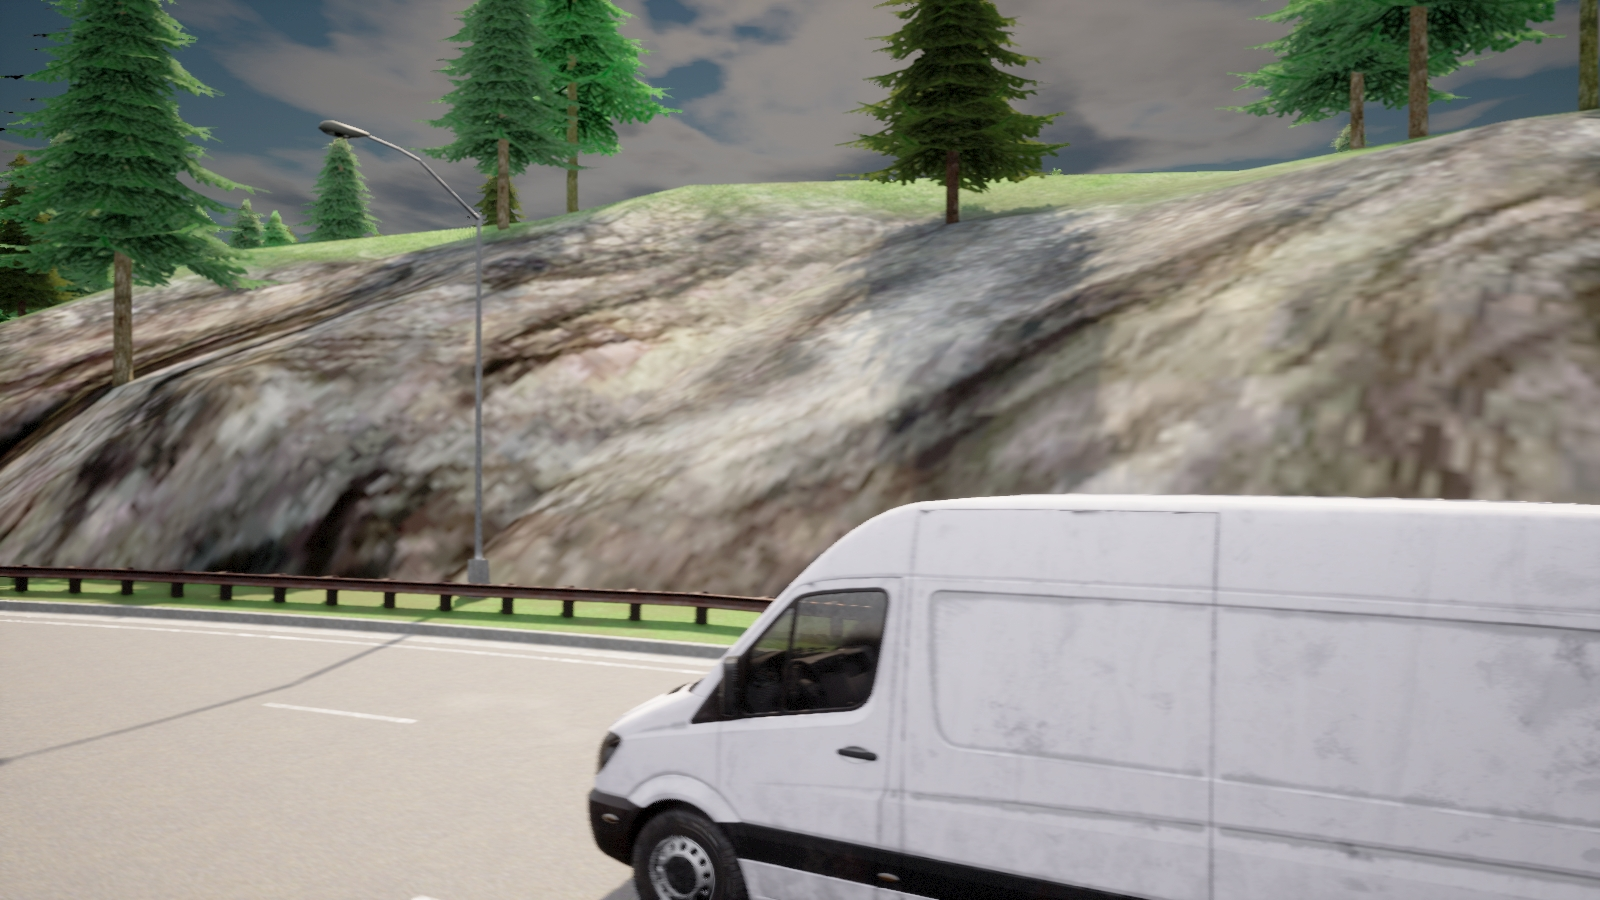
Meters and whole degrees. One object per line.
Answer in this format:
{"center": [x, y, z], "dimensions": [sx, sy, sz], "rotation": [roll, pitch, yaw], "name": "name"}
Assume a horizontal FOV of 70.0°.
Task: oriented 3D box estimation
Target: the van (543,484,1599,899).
{"center": [1.468, 1.533, 6.441], "dimensions": [5.915, 2.561, 1.988], "rotation": [0, -1, 30], "name": "van"}
